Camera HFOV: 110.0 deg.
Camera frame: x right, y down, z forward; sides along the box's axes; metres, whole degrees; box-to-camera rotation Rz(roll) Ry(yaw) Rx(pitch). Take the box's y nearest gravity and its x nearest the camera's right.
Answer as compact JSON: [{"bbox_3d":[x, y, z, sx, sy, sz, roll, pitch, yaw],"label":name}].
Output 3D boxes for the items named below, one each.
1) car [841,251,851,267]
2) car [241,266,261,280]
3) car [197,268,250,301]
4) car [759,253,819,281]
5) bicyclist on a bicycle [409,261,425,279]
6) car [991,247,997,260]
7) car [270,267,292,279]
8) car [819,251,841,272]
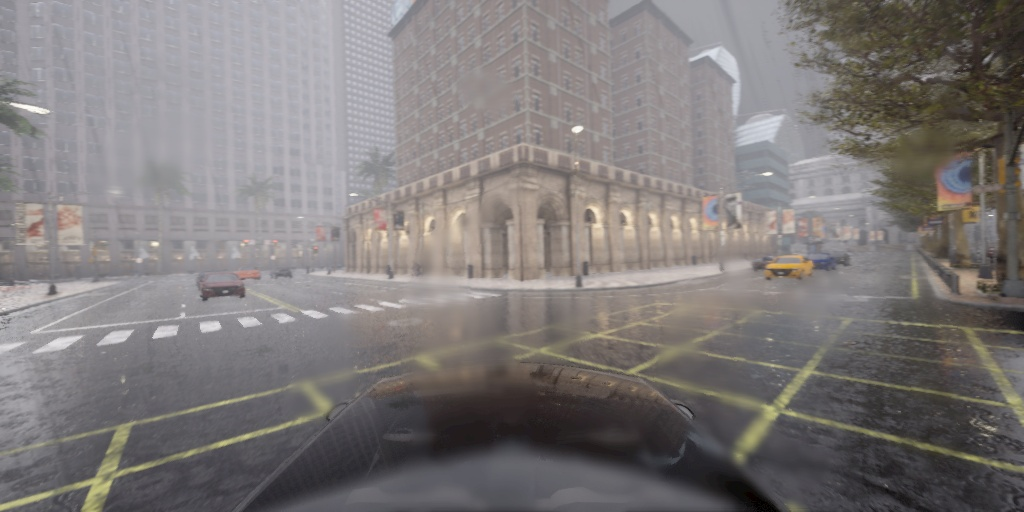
[{"bbox_3d":[33.192,0.283,36.684,4.892,1.490,1.837,-2,0,-42],"label":"car"},{"bbox_3d":[-31.547,1.998,42.822,2.097,1.767,4.553,-2,0,-41],"label":"car"},{"bbox_3d":[-17.245,1.719,21.338,1.882,1.535,5.008,-2,0,-42],"label":"car"},{"bbox_3d":[17.942,0.701,23.134,5.008,1.535,1.882,-2,0,-42],"label":"car"},{"bbox_3d":[-8.878,1.296,33.645,1.656,1.620,0.582,-2,0,-42],"label":"bicyclist on a bicycle"},{"bbox_3d":[46.814,-0.089,33.448,4.674,1.442,1.812,-2,0,-42],"label":"car"},{"bbox_3d":[-29.783,2.102,46.232,1.837,1.490,4.892,-2,1,-42],"label":"car"},{"bbox_3d":[25.538,0.479,29.838,5.008,1.535,1.882,-2,0,-42],"label":"car"}]
